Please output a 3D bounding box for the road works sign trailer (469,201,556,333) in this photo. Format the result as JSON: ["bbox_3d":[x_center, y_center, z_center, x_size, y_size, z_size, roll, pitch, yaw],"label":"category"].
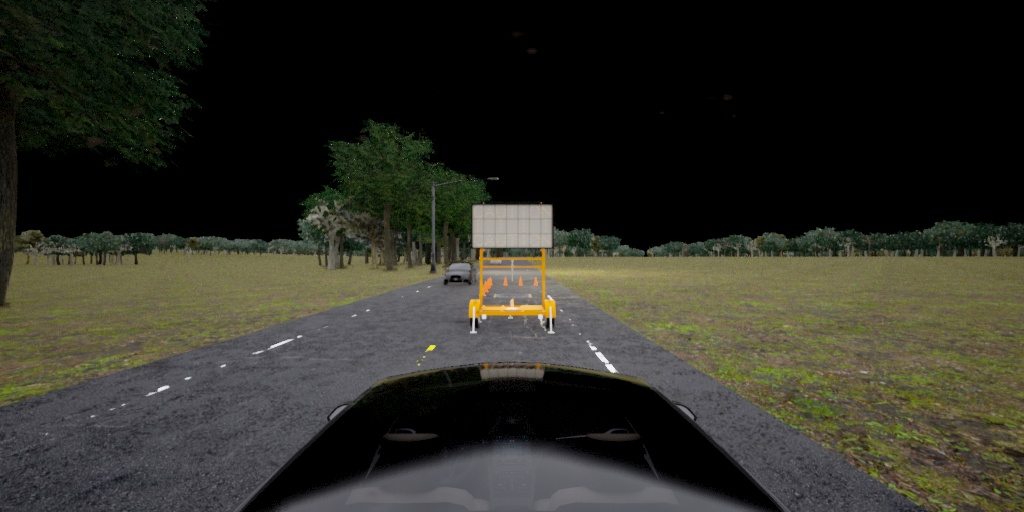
[{"bbox_3d":[0.012,0.199,10.614,2.380,3.560,2.880,0,0,0],"label":"road works sign trailer"}]

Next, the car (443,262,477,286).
[{"bbox_3d":[-3.526,1.199,24.994,1.837,1.490,4.892,0,0,0],"label":"car"}]
